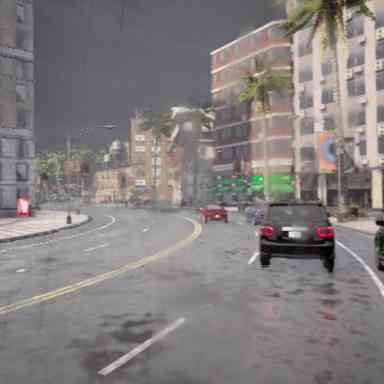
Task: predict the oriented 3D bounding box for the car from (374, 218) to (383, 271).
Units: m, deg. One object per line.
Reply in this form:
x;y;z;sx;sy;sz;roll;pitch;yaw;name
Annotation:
5.681;1.221;7.600;2.150;2.045;5.566;-1;-1;21;car

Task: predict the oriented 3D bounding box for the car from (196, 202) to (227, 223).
1.744;1.760;28.440;1.882;1.535;5.008;-1;-1;-5;car

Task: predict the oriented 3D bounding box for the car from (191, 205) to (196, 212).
1.623;1.991;43.180;2.033;1.411;5.357;-1;-1;-22;car

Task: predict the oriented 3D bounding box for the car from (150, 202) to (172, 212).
-4.467;2.141;47.489;1.994;1.385;4.181;0;-1;-30;car

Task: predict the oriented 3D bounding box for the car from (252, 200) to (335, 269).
3.637;1.293;11.642;2.150;2.045;5.566;-1;-1;18;car

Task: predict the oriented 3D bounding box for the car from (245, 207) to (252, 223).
5.419;1.550;25.468;2.097;1.767;4.553;-1;-1;-1;car
